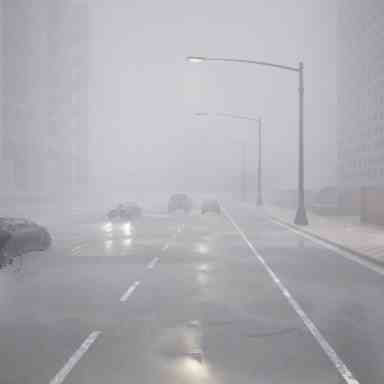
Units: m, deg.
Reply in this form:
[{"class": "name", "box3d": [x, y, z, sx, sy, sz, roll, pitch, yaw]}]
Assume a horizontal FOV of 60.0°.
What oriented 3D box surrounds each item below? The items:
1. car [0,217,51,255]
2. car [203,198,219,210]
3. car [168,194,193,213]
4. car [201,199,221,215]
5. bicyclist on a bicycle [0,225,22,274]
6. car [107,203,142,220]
[{"class": "car", "box3d": [-6.545, 1.564, 11.240, 1.994, 1.385, 4.181, 0, 0, 3]}, {"class": "car", "box3d": [2.541, 1.564, 44.721, 1.994, 1.385, 4.181, 0, 0, 3]}, {"class": "car", "box3d": [-1.388, 1.221, 37.692, 2.150, 2.045, 5.566, 0, 0, 3]}, {"class": "car", "box3d": [1.959, 1.491, 34.379, 2.128, 1.511, 4.902, 0, 0, 3]}, {"class": "bicyclist on a bicycle", "box3d": [-5.448, 1.455, 9.087, 1.656, 1.620, 0.582, -2, 0, 3]}, {"class": "car", "box3d": [-5.596, 1.601, 27.875, 1.895, 1.301, 4.718, 0, 0, 4]}]
